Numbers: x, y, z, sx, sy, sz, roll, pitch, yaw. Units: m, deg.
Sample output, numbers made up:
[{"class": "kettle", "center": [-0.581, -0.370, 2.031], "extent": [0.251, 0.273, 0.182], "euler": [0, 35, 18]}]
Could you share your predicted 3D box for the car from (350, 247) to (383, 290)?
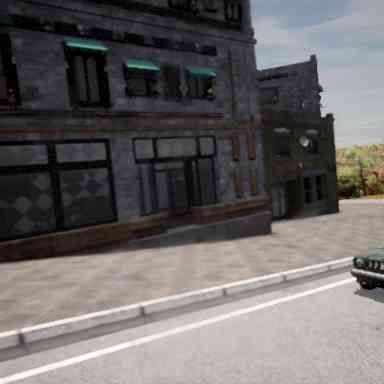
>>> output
[{"class": "car", "center": [5.770, 1.588, 7.886], "extent": [4.718, 1.301, 1.895], "euler": [0, 0, -36]}]
